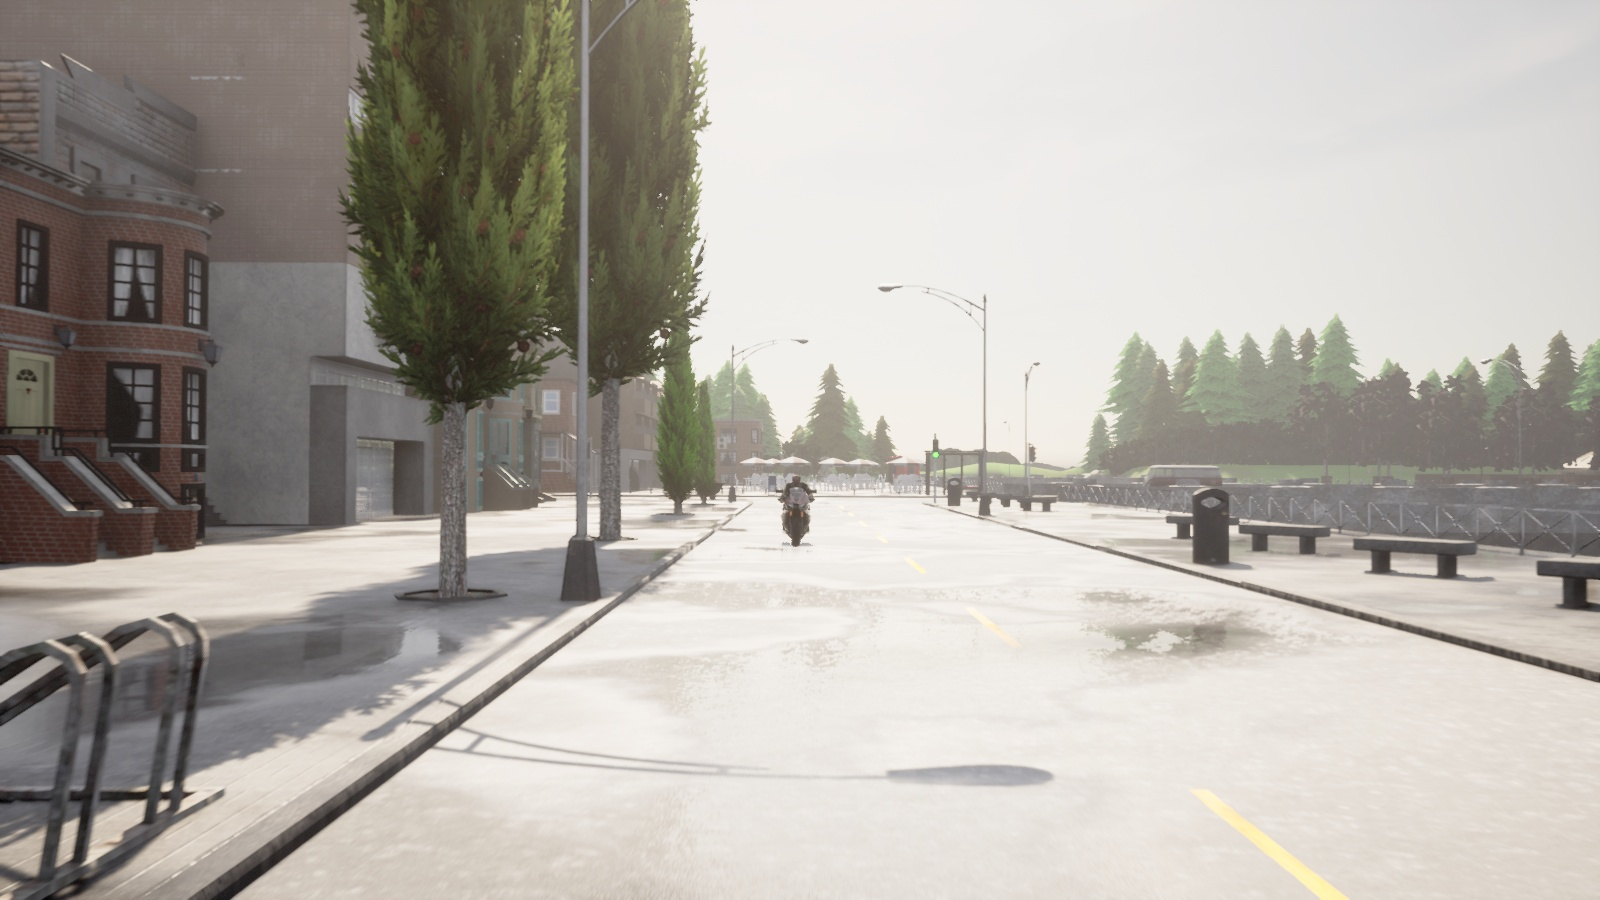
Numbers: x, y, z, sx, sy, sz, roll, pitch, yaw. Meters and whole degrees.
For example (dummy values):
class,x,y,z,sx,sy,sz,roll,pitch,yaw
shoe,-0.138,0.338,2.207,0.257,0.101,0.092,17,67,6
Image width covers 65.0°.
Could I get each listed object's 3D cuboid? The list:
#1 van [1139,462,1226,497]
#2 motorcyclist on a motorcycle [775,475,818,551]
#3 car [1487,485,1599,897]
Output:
class,x,y,z,sx,sy,sz,roll,pitch,yaw
van,22.041,1.691,72.412,4.442,1.987,1.775,0,-1,1
motorcyclist on a motorcycle,-0.069,1.296,26.658,0.866,1.530,2.191,0,-1,0
car,3.991,0.847,2.900,2.163,1.488,4.792,0,-1,0
